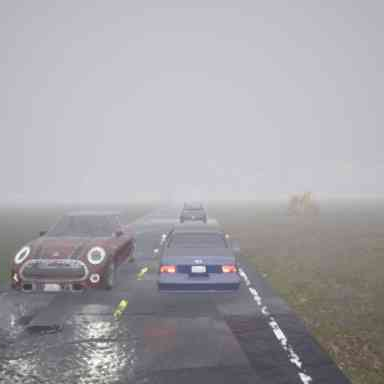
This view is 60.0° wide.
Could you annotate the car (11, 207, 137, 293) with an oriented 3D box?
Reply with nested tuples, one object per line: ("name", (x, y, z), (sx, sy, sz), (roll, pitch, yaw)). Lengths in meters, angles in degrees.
("car", (-2.836, 1.344, 8.981), (2.097, 1.767, 4.553), (0, 0, 0))

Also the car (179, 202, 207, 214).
("car", (0.100, 1.493, 24.426), (2.128, 1.511, 4.902), (0, 0, 0))

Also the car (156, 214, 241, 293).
("car", (0.113, 1.547, 8.962), (2.033, 1.411, 5.357), (0, 0, 0))
